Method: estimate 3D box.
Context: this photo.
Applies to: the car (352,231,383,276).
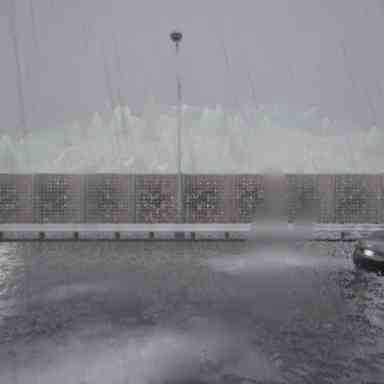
[{"bbox_3d":[6.509,1.524,8.693,4.181,1.385,1.994,0,0,-6],"label":"car"}]
